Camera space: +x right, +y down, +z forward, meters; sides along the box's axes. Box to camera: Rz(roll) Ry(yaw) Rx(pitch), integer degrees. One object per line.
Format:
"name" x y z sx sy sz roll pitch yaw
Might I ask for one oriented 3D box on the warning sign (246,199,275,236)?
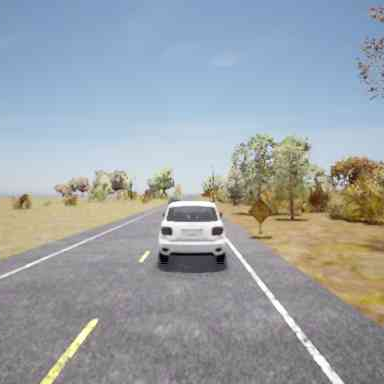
"warning sign" 3.555 1.291 17.319 1.300 1.860 1.060 0 -1 0

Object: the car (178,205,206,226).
"car" 0.027 1.822 27.516 2.033 1.411 5.357 0 -1 0

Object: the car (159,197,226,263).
"car" 0.019 1.354 12.609 2.150 2.045 5.566 0 0 0
